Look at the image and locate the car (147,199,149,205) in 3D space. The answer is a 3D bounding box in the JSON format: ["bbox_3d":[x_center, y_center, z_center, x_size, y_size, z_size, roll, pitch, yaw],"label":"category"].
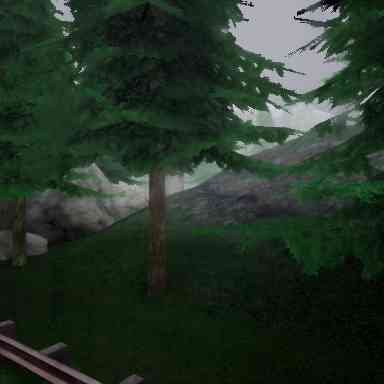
[{"bbox_3d":[-6.135,1.510,38.549,1.812,1.442,4.674,0,0,37],"label":"car"}]
